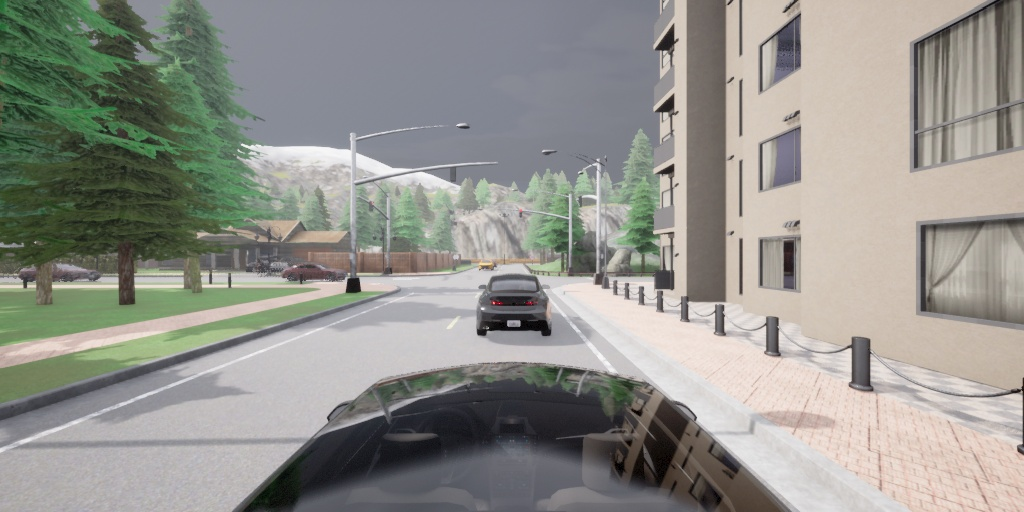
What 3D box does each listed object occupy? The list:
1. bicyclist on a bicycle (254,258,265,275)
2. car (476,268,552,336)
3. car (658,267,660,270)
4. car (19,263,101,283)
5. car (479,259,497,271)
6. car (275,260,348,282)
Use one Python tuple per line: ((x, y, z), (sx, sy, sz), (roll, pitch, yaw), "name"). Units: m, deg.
((-24.546, 1.016, 34.882), (0.582, 1.620, 1.656), (0, 0, -1), "bicyclist on a bicycle")
((0.062, 1.255, 10.382), (1.837, 1.490, 4.892), (0, 0, 0), "car")
((16.028, 0.987, 32.081), (5.566, 2.045, 2.150), (0, 0, -1), "car")
((-34.227, 1.261, 27.174), (4.674, 1.442, 1.812), (0, 0, -1), "car")
((-3.563, 1.227, 50.248), (1.882, 1.535, 5.008), (0, 0, 0), "car")
((-15.122, 1.262, 27.604), (4.674, 1.442, 1.812), (0, 0, -2), "car")
